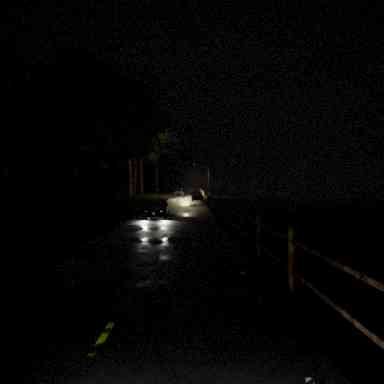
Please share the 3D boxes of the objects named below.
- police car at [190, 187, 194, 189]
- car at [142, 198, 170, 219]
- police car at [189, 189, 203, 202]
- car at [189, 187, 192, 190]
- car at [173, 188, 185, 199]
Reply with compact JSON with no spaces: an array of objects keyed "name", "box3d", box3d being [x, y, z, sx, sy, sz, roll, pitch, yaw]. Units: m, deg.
[{"name":"police car","box3d":[0.896,0.352,72.177,1.930,1.638,5.238,0,2,0]},{"name":"car","box3d":[-2.821,1.310,26.850,1.837,1.490,4.892,0,1,0]},{"name":"police car","box3d":[0.880,0.786,56.179,1.930,1.638,5.238,0,1,0]},{"name":"car","box3d":[0.090,-0.253,90.814,2.033,1.411,5.357,0,2,0]},{"name":"car","box3d":[-2.685,0.289,67.546,2.150,2.045,5.566,0,2,0]}]
